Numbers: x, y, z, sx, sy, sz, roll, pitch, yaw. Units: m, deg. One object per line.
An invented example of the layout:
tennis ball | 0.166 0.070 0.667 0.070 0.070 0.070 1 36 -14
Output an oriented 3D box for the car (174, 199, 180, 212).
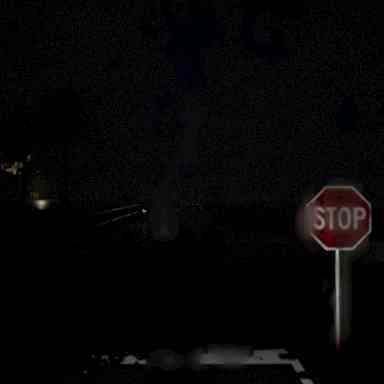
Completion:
car | -2.889 1.694 38.756 2.128 1.511 4.902 0 0 0

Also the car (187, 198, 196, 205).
car | -0.011 1.953 69.940 1.837 1.490 4.892 0 -1 0

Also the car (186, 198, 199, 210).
car | 0.048 1.820 48.490 2.033 1.411 5.357 0 0 0

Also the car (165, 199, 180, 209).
car | -2.897 1.843 51.422 2.033 1.411 5.357 0 0 0

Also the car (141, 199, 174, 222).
car | -2.879 1.482 27.355 2.097 1.767 4.553 0 0 0
